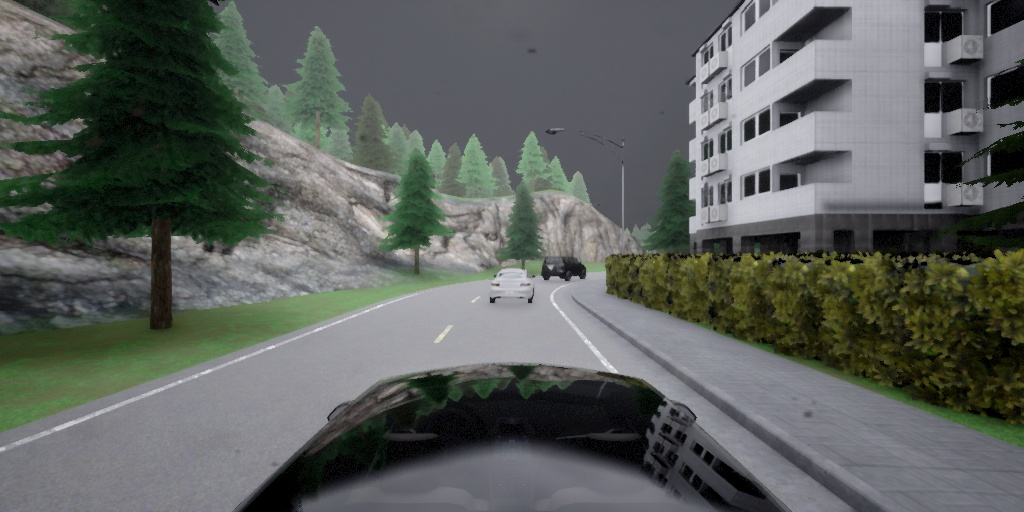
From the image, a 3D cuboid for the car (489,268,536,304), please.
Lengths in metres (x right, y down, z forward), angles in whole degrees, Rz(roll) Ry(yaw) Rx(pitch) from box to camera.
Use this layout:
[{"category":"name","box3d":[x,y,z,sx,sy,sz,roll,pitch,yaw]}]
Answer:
[{"category":"car","box3d":[0.073,1.283,16.375,1.812,1.442,4.674,0,0,4]}]

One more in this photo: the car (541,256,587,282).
[{"category":"car","box3d":[4.380,1.008,29.750,2.150,2.045,5.566,0,0,32]}]
